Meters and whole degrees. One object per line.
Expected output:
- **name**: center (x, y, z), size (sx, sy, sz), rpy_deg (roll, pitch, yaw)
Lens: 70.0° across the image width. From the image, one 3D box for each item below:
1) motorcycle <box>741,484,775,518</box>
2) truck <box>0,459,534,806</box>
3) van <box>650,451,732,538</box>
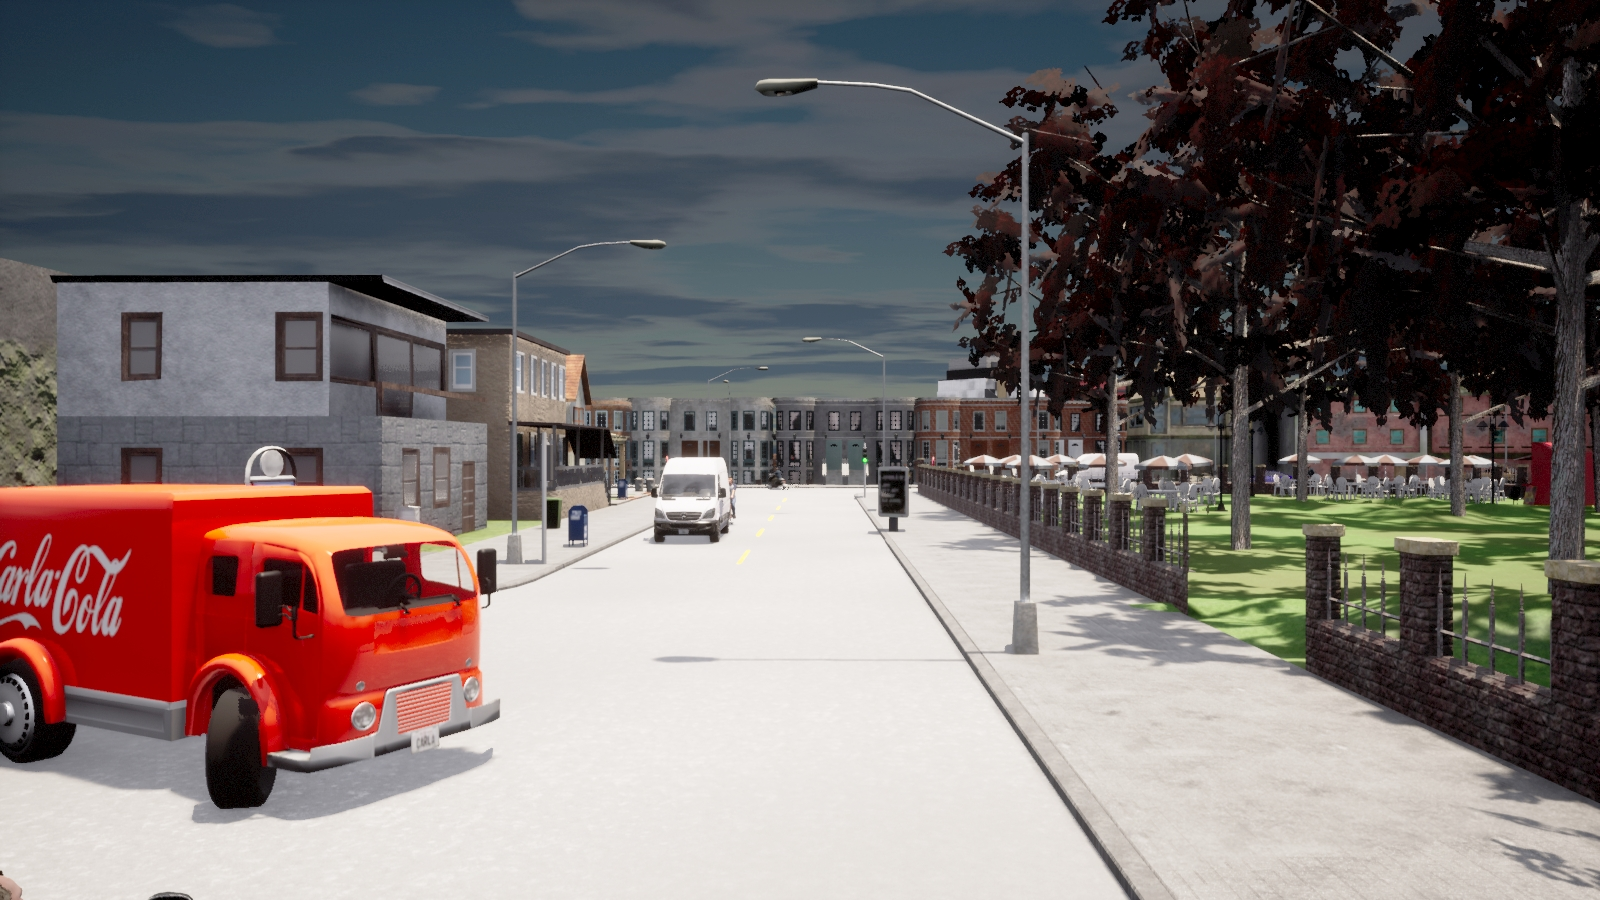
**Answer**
- **motorcycle**: center (-1.677, 1.985, 45.065), size (0.867, 1.251, 2.209), rpy_deg (0, 0, -15)
- **truck**: center (-5.383, 1.347, 10.702), size (5.204, 2.467, 2.627), rpy_deg (0, 0, 29)
- **van**: center (-3.393, 1.314, 36.728), size (1.988, 2.561, 5.915), rpy_deg (0, 0, 1)
